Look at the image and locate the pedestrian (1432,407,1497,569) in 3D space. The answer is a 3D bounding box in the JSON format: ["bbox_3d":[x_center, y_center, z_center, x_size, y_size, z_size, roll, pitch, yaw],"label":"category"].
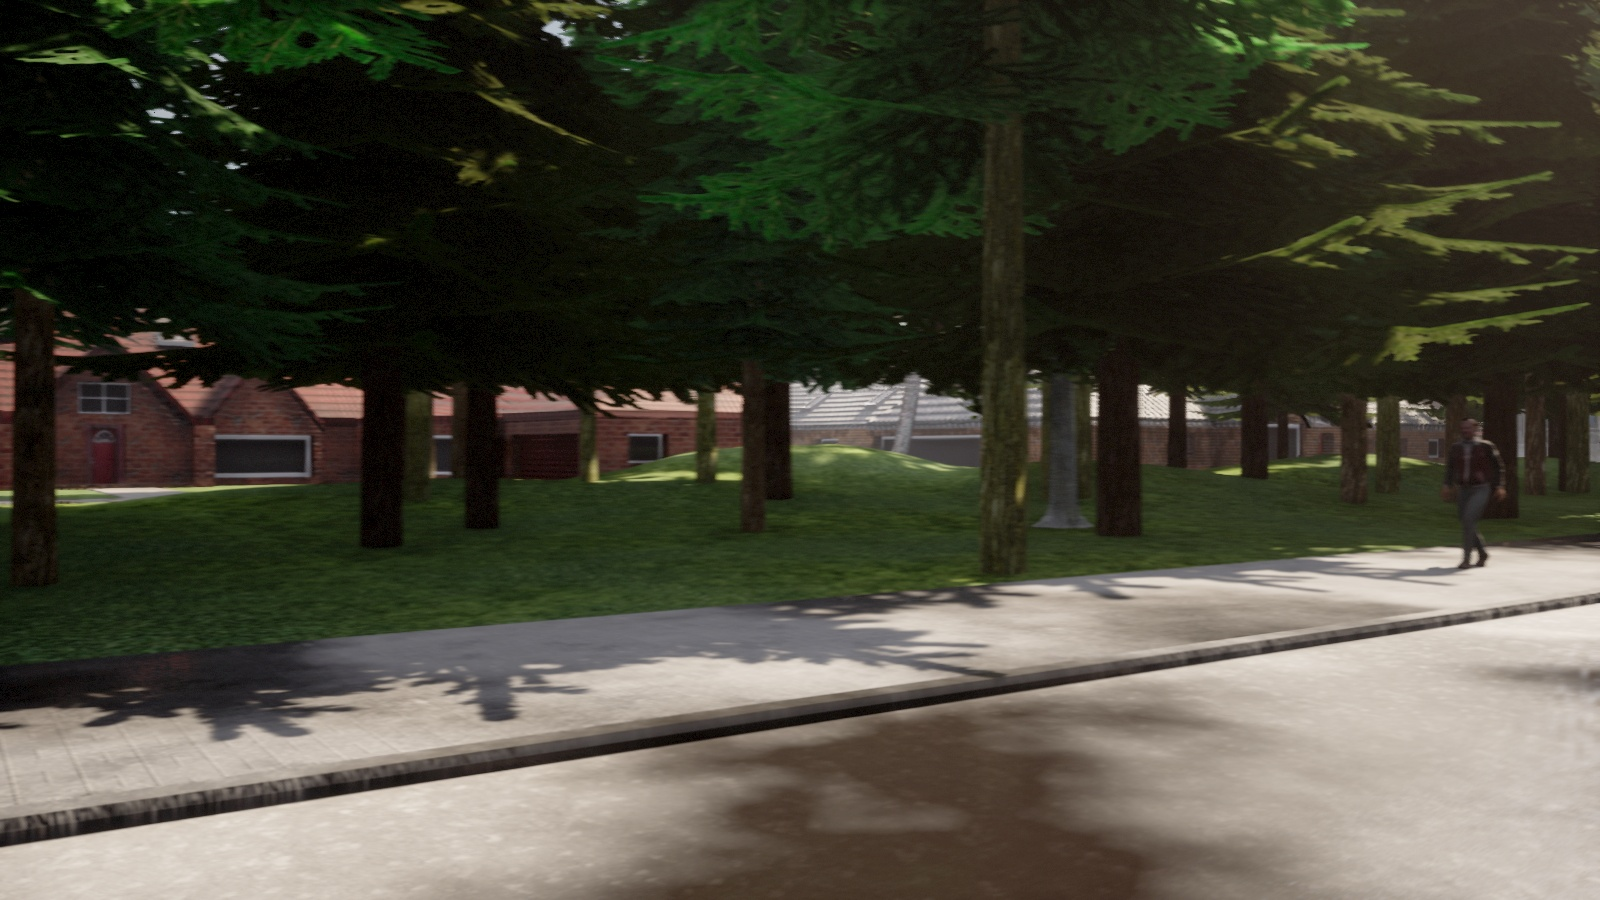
[{"bbox_3d":[7.794,0.431,14.727,0.720,1.854,0.376,0,0,-34],"label":"pedestrian"}]
